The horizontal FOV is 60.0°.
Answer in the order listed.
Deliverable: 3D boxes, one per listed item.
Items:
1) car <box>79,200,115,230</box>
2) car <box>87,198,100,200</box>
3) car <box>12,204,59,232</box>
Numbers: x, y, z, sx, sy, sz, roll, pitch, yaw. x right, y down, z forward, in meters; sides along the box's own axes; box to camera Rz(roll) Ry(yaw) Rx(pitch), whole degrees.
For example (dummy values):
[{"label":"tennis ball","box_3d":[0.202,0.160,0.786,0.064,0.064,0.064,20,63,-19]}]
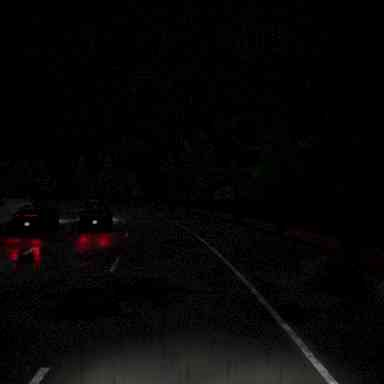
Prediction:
[{"label":"car","box_3d":[-6.068,1.493,21.341,2.128,1.511,4.902,0,0,-12]},{"label":"car","box_3d":[-11.573,1.483,38.880,1.882,1.535,5.008,0,0,-22]},{"label":"car","box_3d":[-9.407,1.506,20.308,2.128,1.511,4.902,0,0,-12]}]
